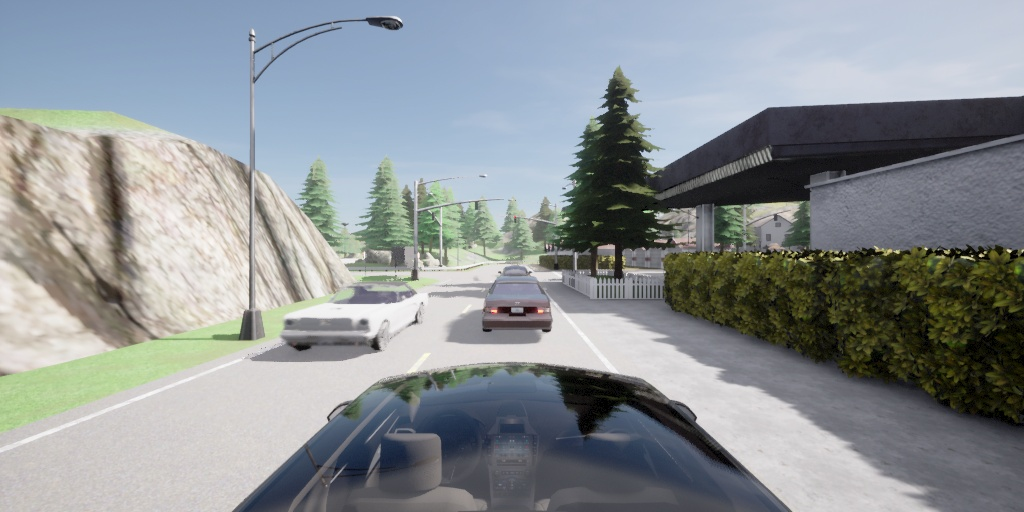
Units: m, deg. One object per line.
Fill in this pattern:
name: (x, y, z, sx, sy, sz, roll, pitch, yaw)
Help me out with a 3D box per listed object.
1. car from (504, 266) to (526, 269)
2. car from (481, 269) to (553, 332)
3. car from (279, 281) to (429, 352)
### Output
car: (0.180, 1.276, 20.387, 1.812, 1.442, 4.674, 0, 0, 0)
car: (0.135, 1.297, 10.801, 2.033, 1.411, 5.357, 0, 0, 0)
car: (-3.566, 1.351, 9.074, 1.895, 1.301, 4.718, 0, 0, 0)
